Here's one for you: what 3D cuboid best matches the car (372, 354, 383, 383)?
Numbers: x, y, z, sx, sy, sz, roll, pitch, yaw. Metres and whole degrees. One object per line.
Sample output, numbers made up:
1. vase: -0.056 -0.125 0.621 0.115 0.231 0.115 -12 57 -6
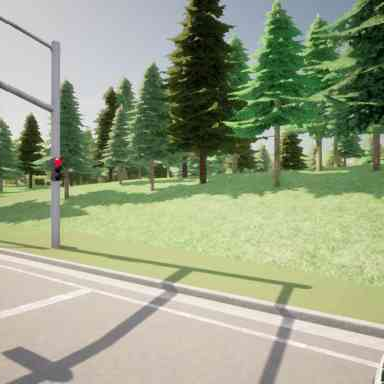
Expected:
1. car: 3.381 1.352 1.583 4.553 1.767 2.097 0 0 35
